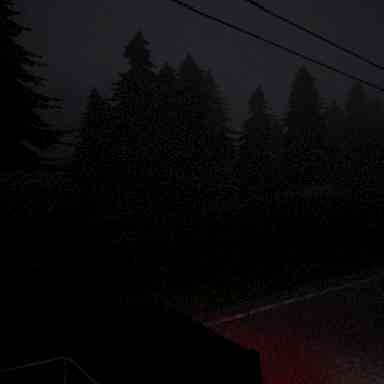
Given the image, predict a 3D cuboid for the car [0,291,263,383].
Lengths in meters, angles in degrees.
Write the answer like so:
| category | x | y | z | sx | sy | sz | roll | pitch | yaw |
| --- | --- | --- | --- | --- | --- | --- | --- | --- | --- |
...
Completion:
| category | x | y | z | sx | sy | sz | roll | pitch | yaw |
| --- | --- | --- | --- | --- | --- | --- | --- | --- | --- |
| car | -1.790 | 1.598 | 2.305 | 4.718 | 1.301 | 1.895 | 0 | 0 | -35 |
